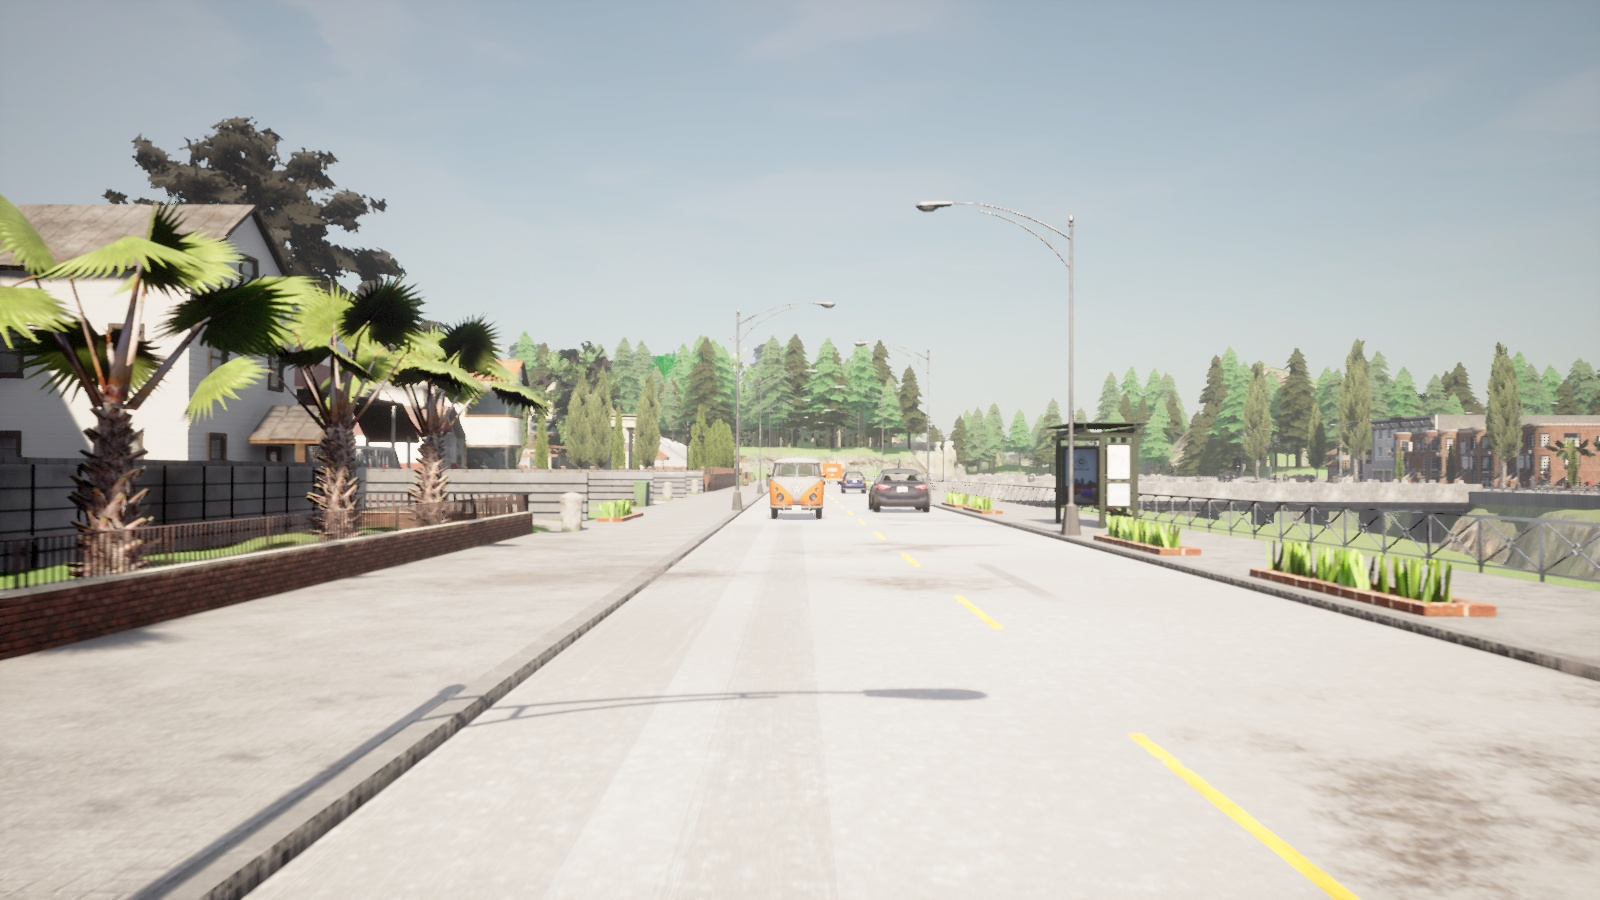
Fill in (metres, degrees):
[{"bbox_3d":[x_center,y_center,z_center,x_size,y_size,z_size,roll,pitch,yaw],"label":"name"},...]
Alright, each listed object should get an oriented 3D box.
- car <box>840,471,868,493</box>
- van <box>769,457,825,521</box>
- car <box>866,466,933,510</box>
[{"bbox_3d":[3.791,2.270,89.142,1.789,1.549,3.705,0,-1,0],"label":"car"},{"bbox_3d":[-0.099,1.264,41.611,1.775,1.987,4.442,0,-1,0],"label":"van"},{"bbox_3d":[3.883,1.476,49.763,2.242,1.667,4.611,0,-1,0],"label":"car"}]
